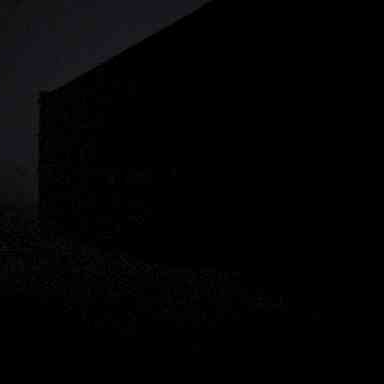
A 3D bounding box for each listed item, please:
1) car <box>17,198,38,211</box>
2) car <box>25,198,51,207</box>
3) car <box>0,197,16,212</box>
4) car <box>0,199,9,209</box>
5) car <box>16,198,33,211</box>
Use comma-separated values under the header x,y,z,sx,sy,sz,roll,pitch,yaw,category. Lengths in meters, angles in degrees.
x,y,z,sx,sy,sz,roll,pitch,yaw,category
-24.810,2.148,49.619,4.792,1.488,2.163,1,-2,18,car
-32.073,2.197,69.430,4.553,1.767,2.185,1,-1,18,car
-26.485,1.789,44.311,4.553,1.767,2.185,1,-2,18,car
-35.349,2.082,58.760,5.366,1.575,1.946,1,-1,18,car
-25.623,2.051,46.953,4.792,1.488,2.163,1,-2,18,car
